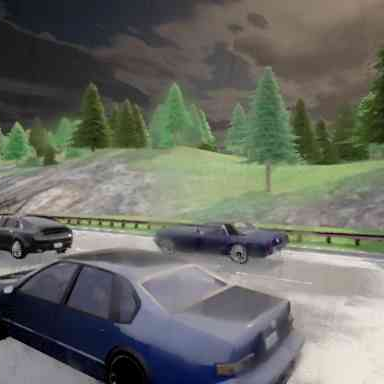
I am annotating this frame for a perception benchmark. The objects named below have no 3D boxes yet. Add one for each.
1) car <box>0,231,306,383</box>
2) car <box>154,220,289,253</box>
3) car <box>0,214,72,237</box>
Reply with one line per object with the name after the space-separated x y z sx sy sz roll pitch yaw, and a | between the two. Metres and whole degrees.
-1.224 1.579 4.866 5.357 1.411 2.033 -1 0 36 | car
0.882 1.653 11.965 4.718 1.301 1.895 -1 0 35 | car
-6.650 1.616 12.996 4.892 1.490 1.837 0 0 35 | car
